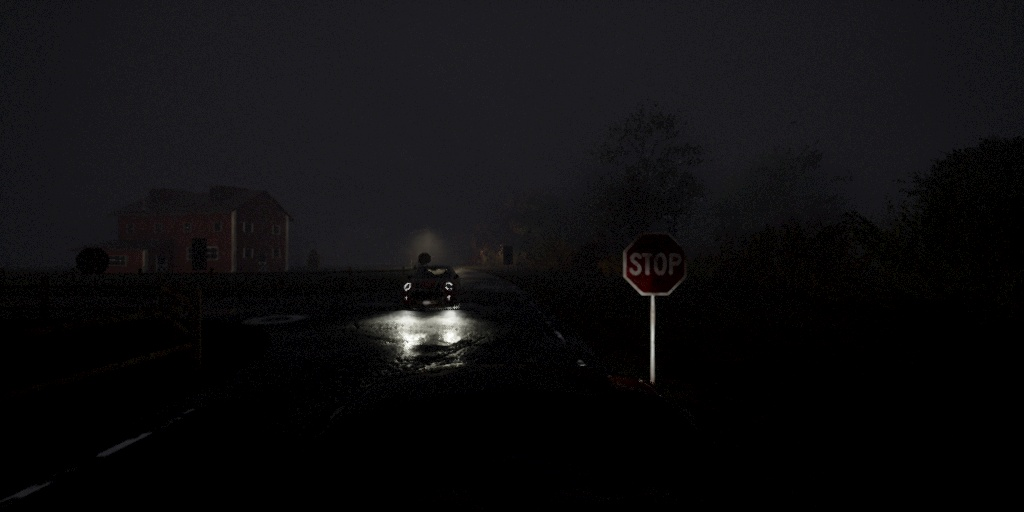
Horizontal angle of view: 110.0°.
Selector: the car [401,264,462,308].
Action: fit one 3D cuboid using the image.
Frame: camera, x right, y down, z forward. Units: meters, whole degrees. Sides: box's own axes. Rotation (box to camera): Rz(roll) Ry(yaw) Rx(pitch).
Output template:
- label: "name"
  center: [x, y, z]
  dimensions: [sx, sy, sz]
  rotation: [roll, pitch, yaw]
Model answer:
- label: "car"
  center: [-3.374, 1.177, 15.709]
  dimensions: [2.097, 1.767, 4.553]
  rotation: [0, 0, -5]
